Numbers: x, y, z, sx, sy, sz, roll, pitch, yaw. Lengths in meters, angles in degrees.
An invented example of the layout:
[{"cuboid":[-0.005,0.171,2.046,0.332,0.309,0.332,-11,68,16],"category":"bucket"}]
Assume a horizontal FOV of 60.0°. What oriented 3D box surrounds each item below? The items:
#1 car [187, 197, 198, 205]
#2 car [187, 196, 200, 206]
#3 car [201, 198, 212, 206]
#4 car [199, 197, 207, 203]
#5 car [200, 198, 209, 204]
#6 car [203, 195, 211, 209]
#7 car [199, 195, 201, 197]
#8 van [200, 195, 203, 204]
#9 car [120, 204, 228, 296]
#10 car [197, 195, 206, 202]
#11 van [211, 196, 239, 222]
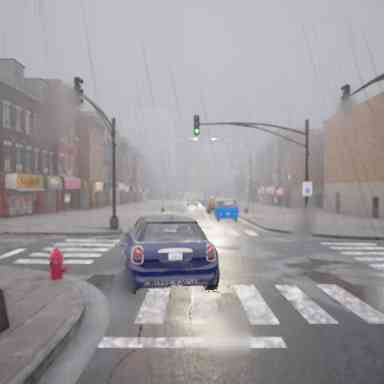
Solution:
[{"cuboid":[0.068,1.766,67.044,2.128,1.511,4.902,0,0,0],"category":"car"},{"cuboid":[0.060,1.798,57.078,1.895,1.301,4.718,0,0,0],"category":"car"},{"cuboid":[2.683,1.788,63.227,1.887,1.381,4.507,-1,0,0],"category":"car"},{"cuboid":[2.703,1.983,84.388,1.887,1.381,4.507,-2,-1,0],"category":"car"},{"cuboid":[2.694,1.916,73.807,1.802,1.307,4.206,-2,-1,0],"category":"car"},{"cuboid":[2.653,1.394,36.778,2.192,1.841,5.009,-1,0,0],"category":"car"},{"cuboid":[2.675,1.644,57.938,1.967,1.590,4.097,-1,0,0],"category":"car"},{"cuboid":[2.669,1.508,52.648,1.690,1.788,3.998,-1,0,0],"category":"van"},{"cuboid":[-0.808,1.377,9.041,2.097,1.767,4.553,1,0,-13],"category":"car"},{"cuboid":[2.706,1.874,94.971,2.192,1.841,5.009,-2,-1,0],"category":"car"},{"cuboid":[2.644,1.380,26.196,1.690,1.788,3.998,-1,0,0],"category":"van"}]
